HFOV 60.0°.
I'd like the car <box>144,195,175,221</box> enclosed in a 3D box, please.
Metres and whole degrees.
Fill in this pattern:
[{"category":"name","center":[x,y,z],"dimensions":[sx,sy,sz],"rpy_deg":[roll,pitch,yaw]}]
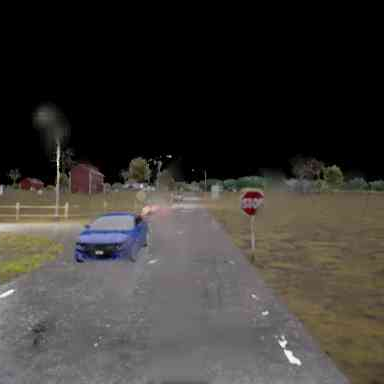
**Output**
[{"category":"car","center":[-2.775,1.328,27.343],"dimensions":[2.097,1.767,4.553],"rpy_deg":[0,0,0]}]

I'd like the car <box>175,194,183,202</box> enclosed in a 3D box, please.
[{"category":"car","center":[-2.904,1.222,68.033],"dimensions":[1.837,1.490,4.892],"rpy_deg":[0,1,0]}]

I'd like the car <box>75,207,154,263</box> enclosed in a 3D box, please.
[{"category":"car","center":[-2.757,1.529,12.370],"dimensions":[1.882,1.535,5.008],"rpy_deg":[0,0,0]}]
